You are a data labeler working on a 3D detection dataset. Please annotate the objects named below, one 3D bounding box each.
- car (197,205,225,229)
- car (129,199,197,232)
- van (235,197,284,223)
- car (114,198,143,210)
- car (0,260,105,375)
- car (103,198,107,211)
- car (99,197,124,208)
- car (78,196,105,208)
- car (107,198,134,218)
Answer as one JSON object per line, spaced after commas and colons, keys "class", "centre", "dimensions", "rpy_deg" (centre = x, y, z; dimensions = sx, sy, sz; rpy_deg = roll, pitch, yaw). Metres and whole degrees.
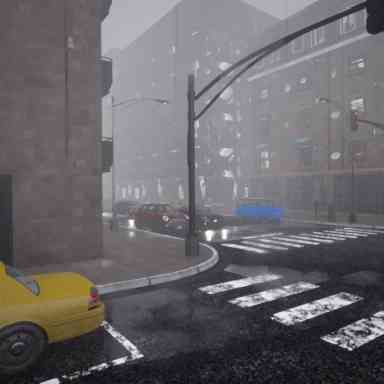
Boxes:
{"class": "car", "centre": [0.231, 1.545, 21.584], "dimensions": [1.994, 1.385, 4.181], "rpy_deg": [-1, 0, -36]}
{"class": "car", "centre": [-1.834, 1.440, 20.021], "dimensions": [1.967, 1.590, 4.097], "rpy_deg": [0, 0, -36]}
{"class": "van", "centre": [4.967, 1.280, 24.917], "dimensions": [1.690, 1.788, 3.998], "rpy_deg": [0, 0, -36]}
{"class": "car", "centre": [-8.308, 1.463, 43.265], "dimensions": [1.887, 1.381, 4.507], "rpy_deg": [-1, 0, -36]}
{"class": "car", "centre": [-3.566, 1.525, 4.024], "dimensions": [4.829, 1.417, 1.752], "rpy_deg": [0, 0, -35]}
{"class": "car", "centre": [-11.544, 1.452, 37.874], "dimensions": [2.128, 1.511, 4.902], "rpy_deg": [-1, 0, -36]}
{"class": "car", "centre": [-11.626, 1.463, 47.852], "dimensions": [1.887, 1.381, 4.507], "rpy_deg": [-1, 0, -36]}
{"class": "car", "centre": [-14.270, 1.429, 46.997], "dimensions": [2.128, 1.511, 4.902], "rpy_deg": [-1, 0, -36]}
{"class": "car", "centre": [-5.604, 1.493, 29.650], "dimensions": [1.812, 1.442, 4.674], "rpy_deg": [-1, 0, -36]}
